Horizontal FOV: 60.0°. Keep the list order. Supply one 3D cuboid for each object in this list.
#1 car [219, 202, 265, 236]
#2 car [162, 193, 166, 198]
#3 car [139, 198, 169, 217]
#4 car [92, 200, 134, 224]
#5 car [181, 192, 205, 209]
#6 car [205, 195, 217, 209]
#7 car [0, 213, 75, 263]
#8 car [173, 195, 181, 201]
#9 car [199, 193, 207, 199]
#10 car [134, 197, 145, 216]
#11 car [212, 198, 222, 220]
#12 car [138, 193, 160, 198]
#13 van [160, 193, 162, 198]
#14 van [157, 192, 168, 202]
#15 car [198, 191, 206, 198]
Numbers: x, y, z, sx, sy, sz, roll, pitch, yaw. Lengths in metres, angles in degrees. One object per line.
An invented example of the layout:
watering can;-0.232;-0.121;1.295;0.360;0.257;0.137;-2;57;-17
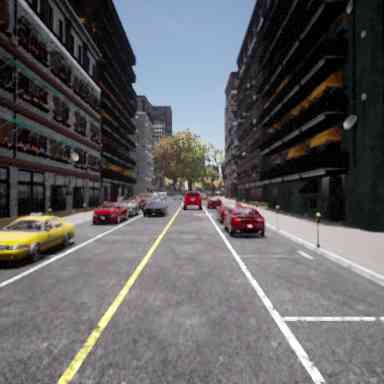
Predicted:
car;2.705;1.442;17.738;1.887;1.381;4.507;1;0;0
car;-5.636;1.142;51.854;1.967;1.590;4.097;1;0;0
car;-3.096;1.434;28.904;1.895;1.301;4.718;0;0;0
car;-5.642;1.409;23.374;1.887;1.381;4.507;1;0;0
car;0.105;0.991;40.514;2.150;2.045;5.566;0;1;0
car;2.708;1.312;40.523;1.887;1.381;4.507;1;0;0
car;-5.649;1.456;11.810;1.752;1.417;4.829;1;0;0
car;-2.993;1.177;69.444;1.895;1.301;4.718;0;0;0
car;2.713;1.053;86.093;1.887;1.381;4.507;1;0;0
car;-5.641;1.383;29.069;2.008;1.369;4.403;1;0;0
car;2.706;1.409;23.434;1.887;1.381;4.507;1;0;0
car;-5.635;1.082;40.461;2.192;1.841;5.009;1;0;0
van;-5.635;1.075;46.157;1.690;1.788;3.998;1;0;0
van;-5.634;0.978;63.246;1.690;1.788;3.998;1;0;0
car;2.718;0.792;91.788;2.192;1.841;5.009;1;0;0
